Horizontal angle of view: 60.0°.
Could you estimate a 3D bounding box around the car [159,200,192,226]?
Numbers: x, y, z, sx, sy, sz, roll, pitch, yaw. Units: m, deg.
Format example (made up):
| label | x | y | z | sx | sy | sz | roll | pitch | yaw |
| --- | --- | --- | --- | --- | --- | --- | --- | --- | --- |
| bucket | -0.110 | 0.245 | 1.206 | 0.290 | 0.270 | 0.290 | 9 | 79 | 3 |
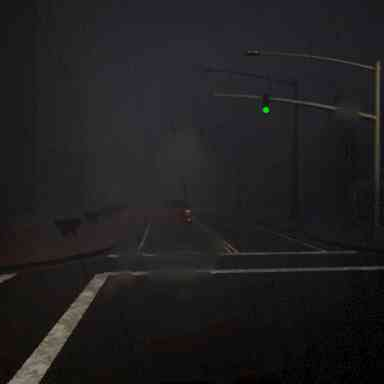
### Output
| label | x | y | z | sx | sy | sz | roll | pitch | yaw |
| --- | --- | --- | --- | --- | --- | --- | --- | --- | --- |
| car | -1.186 | 1.337 | 23.265 | 2.097 | 1.767 | 4.553 | 0 | -1 | -5 |
